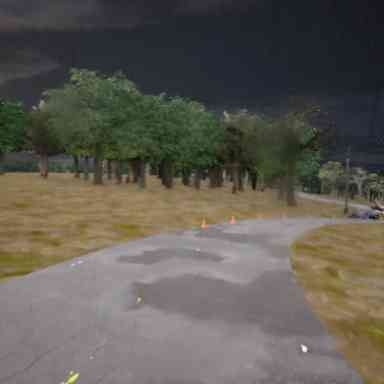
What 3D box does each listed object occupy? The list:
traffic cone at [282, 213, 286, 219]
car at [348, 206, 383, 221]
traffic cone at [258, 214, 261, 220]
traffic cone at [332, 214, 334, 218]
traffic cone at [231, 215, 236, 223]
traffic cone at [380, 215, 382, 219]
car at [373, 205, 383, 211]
[{"bbox_3d":[9.836,2.546,35.317,0.340,0.580,0.340,1,-2,44],"label":"traffic cone"},{"bbox_3d":[21.377,2.803,41.483,4.181,1.385,1.994,4,-2,-32],"label":"car"},{"bbox_3d":[6.381,2.350,31.325,0.340,0.580,0.340,1,-1,38],"label":"traffic cone"},{"bbox_3d":[17.891,3.052,42.115,0.340,0.580,0.340,3,-2,-34],"label":"traffic cone"},{"bbox_3d":[3.360,2.201,26.993,0.340,0.580,0.340,1,-1,32],"label":"traffic cone"},{"bbox_3d":[26.796,3.581,47.094,0.340,0.580,0.340,4,-2,-30],"label":"traffic cone"},{"bbox_3d":[44.085,3.732,78.111,1.812,1.442,4.674,1,4,-5],"label":"car"}]
